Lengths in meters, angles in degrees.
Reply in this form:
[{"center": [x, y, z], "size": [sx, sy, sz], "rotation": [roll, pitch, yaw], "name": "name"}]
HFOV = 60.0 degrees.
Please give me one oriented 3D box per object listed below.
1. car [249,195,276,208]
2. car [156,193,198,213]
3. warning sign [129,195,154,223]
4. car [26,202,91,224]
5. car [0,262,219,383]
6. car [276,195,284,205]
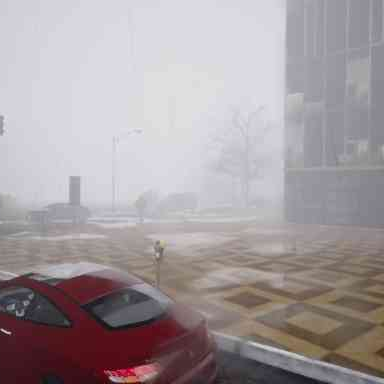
[{"center": [9.709, 1.468, 46.892], "size": [1.812, 1.442, 4.674], "rotation": [1, 1, 35], "name": "car"}, {"center": [-1.512, 1.138, 36.101], "size": [2.150, 2.045, 5.566], "rotation": [1, 2, 35], "name": "car"}, {"center": [-3.488, 1.141, 22.950], "size": [1.300, 1.860, 1.060], "rotation": [1, 1, 34], "name": "warning sign"}, {"center": [-9.622, 1.475, 24.314], "size": [1.812, 1.442, 4.674], "rotation": [1, 1, 36], "name": "car"}, {"center": [-1.660, 1.581, 4.209], "size": [4.206, 1.307, 1.802], "rotation": [0, 1, 36], "name": "car"}, {"center": [15.268, 1.275, 55.066], "size": [2.097, 1.767, 4.553], "rotation": [1, 1, 34], "name": "car"}]
